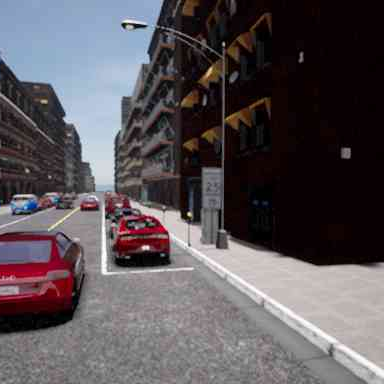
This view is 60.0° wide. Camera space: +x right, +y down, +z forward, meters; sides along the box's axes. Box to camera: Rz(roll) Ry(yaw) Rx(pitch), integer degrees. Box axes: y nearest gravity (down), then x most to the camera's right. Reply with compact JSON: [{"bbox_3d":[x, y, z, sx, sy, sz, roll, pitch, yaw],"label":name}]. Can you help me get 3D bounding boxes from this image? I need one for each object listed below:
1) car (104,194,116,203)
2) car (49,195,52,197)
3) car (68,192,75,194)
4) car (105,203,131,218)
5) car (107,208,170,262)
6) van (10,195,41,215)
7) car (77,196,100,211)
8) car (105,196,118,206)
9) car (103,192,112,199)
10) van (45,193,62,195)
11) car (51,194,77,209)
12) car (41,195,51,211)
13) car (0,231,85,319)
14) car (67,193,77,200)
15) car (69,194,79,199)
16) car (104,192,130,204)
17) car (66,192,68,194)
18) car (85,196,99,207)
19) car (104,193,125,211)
[{"bbox_3d":[-15.021,1.149,60.803,1.967,1.590,4.097,-1,0,-15],"label":"car"},{"bbox_3d":[-18.700,1.347,42.260,1.802,1.307,4.206,-1,0,-15],"label":"car"},{"bbox_3d":[-26.052,1.189,69.609,2.008,1.369,4.403,-1,0,-15],"label":"car"},{"bbox_3d":[-3.304,1.485,17.034,1.947,1.339,4.313,-1,0,-15],"label":"car"},{"bbox_3d":[-1.929,1.490,11.893,1.887,1.381,4.507,-1,0,-15],"label":"car"},{"bbox_3d":[-15.771,1.159,31.317,1.690,1.788,3.998,-1,0,-15],"label":"van"},{"bbox_3d":[-11.522,1.373,37.592,1.994,1.385,4.181,0,0,-14],"label":"car"},{"bbox_3d":[-12.091,1.342,49.861,1.802,1.307,4.206,-1,0,-15],"label":"car"},{"bbox_3d":[-22.345,0.900,88.157,2.192,1.841,5.009,-1,0,-15],"label":"car"},{"bbox_3d":[-20.179,1.081,47.727,1.690,1.788,3.998,-1,0,-15],"label":"van"},{"bbox_3d":[-15.451,1.289,40.447,1.837,1.490,4.892,0,0,-15],"label":"car"},{"bbox_3d":[-17.233,1.374,36.790,1.802,1.307,4.206,-1,0,-15],"label":"car"},{"bbox_3d":[-3.451,1.523,7.219,1.994,1.385,4.181,0,0,-15],"label":"car"},{"bbox_3d":[-28.983,1.029,80.550,1.967,1.590,4.097,-1,0,-15],"label":"car"},{"bbox_3d":[-30.446,1.130,86.023,1.947,1.339,4.313,-1,0,-15],"label":"car"},{"bbox_3d":[-6.236,1.180,27.974,2.192,1.841,5.009,-1,0,-15],"label":"car"},{"bbox_3d":[-21.671,1.029,53.190,2.192,1.841,5.009,-1,0,-15],"label":"car"},{"bbox_3d":[-14.174,1.288,47.295,1.812,1.442,4.674,0,0,-15],"label":"car"},{"bbox_3d":[-9.165,1.127,38.917,2.192,1.841,5.009,-1,0,-15],"label":"car"}]
